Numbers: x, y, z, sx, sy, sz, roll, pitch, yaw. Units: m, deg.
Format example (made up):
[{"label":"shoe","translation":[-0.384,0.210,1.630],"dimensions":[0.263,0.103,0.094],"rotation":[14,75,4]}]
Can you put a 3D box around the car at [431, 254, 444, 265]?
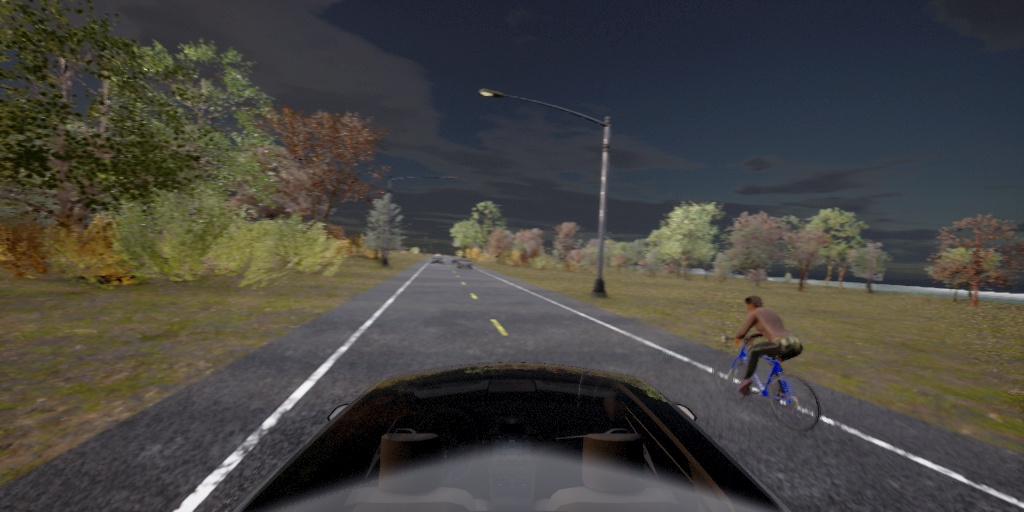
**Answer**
[{"label":"car","translation":[-12.391,0.700,59.734],"dimensions":[1.994,1.385,4.181],"rotation":[3,0,-11]}]

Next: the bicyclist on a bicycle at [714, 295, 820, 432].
[{"label":"bicyclist on a bicycle","translation":[3.474,1.389,5.013],"dimensions":[0.582,1.620,1.656],"rotation":[3,0,-12]}]

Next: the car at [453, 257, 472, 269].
[{"label":"car","translation":[-6.511,0.934,49.206],"dimensions":[2.128,1.511,4.902],"rotation":[3,0,-12]}]
